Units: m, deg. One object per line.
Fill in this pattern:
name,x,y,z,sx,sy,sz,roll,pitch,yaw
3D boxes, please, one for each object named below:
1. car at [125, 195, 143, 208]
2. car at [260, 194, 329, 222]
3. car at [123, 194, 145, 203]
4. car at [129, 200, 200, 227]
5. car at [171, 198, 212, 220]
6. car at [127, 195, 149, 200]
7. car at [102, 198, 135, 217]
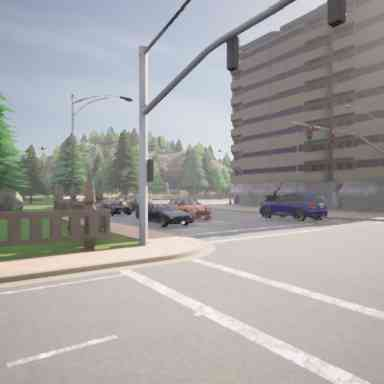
car,-8.070,1.278,46.831,2.097,1.767,4.553,0,0,-4
car,7.841,1.145,25.991,2.150,2.045,5.566,-1,0,-33
car,-10.617,1.178,61.285,2.033,1.411,5.357,0,0,14
car,-2.023,1.482,22.452,2.033,1.411,5.357,0,0,-34
car,-0.378,1.283,26.457,2.097,1.767,4.553,0,0,-32
car,-5.357,1.407,35.566,1.882,1.535,5.008,0,0,-21
car,-7.066,1.534,30.997,1.895,1.301,4.718,0,0,-27
